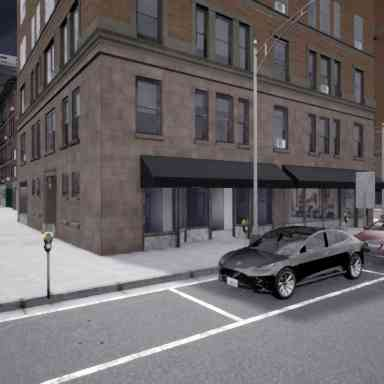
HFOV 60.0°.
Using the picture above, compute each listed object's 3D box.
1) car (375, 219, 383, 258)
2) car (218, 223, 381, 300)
[{"bbox_3d":[7.122,1.582,11.601,4.206,1.307,1.802,0,0,-35],"label":"car"},{"bbox_3d":[2.640,1.565,8.410,4.313,1.339,1.947,0,0,-35],"label":"car"}]
